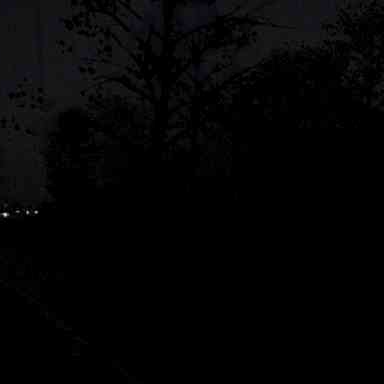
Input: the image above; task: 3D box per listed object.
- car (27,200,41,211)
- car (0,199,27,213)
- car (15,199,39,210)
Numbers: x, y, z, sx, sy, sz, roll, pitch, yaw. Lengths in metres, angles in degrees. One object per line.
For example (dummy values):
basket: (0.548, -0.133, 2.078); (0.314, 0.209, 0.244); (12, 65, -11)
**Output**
car: (-23.689, 2.208, 51.583); (2.033, 1.411, 5.357); (0, -2, -2)
car: (-23.281, 1.705, 42.114); (2.097, 1.767, 4.553); (0, -2, -2)
car: (-27.408, 2.147, 55.438); (2.097, 1.767, 4.553); (0, -2, -4)
